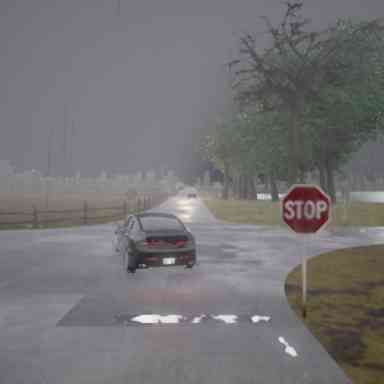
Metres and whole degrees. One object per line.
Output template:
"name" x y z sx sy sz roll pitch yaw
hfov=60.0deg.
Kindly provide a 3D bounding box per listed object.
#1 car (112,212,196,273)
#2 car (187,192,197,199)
"car" -1.331 1.391 10.516 1.837 1.490 4.892 1 1 -19
"car" -0.009 0.697 72.406 1.837 1.490 4.892 0 1 0
